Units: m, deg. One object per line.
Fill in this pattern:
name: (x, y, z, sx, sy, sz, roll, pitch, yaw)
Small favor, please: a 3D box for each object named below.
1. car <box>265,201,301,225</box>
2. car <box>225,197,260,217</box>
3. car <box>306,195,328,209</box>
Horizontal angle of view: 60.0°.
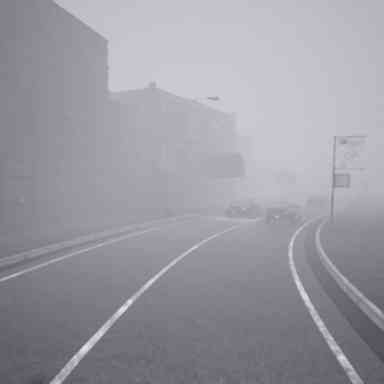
car: (6.308, 1.358, 22.839, 1.812, 1.442, 4.674, 2, 2, 25)
car: (4.244, 1.171, 27.122, 1.812, 1.442, 4.674, 3, 2, 27)
car: (14.537, 1.076, 38.471, 1.882, 1.535, 5.008, 3, 2, 29)
